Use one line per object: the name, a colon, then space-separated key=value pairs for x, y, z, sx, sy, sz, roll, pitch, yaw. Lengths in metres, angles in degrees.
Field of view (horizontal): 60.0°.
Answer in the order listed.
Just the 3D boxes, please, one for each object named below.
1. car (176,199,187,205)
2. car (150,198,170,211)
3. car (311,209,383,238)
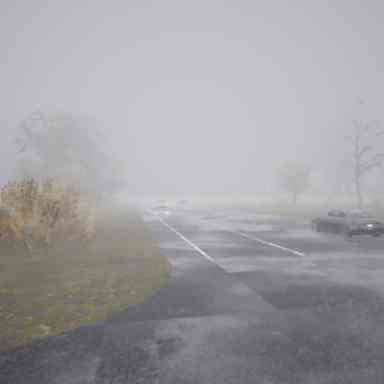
car: x=-2.380 y=2.181 z=75.384 sx=2.033 sy=1.411 sz=5.357 roll=-1 pitch=0 yaw=-11
car: x=-4.491 y=1.839 z=48.700 sx=2.097 sy=1.767 sz=4.553 roll=-1 pitch=0 yaw=-11
car: x=8.380 y=1.645 z=18.313 sx=1.994 sy=1.385 sz=4.181 roll=-1 pitch=0 yaw=-11
